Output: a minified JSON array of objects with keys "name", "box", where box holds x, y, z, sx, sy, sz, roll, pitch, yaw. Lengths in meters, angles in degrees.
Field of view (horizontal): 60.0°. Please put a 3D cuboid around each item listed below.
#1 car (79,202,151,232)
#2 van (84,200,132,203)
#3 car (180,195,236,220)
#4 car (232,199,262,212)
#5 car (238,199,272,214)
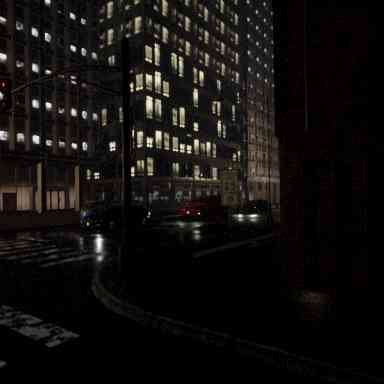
[{"name":"car","box":[-4.605,1.570,20.901,1.837,1.490,4.892,-1,-1,33]},{"name":"van","box":[-5.953,1.459,23.433,1.690,1.788,3.998,-2,-1,36]},{"name":"car","box":[1.282,1.306,29.092,2.150,2.045,5.566,-1,-1,36]},{"name":"car","box":[6.873,1.688,41.349,1.752,1.417,4.829,-2,-1,36]},{"name":"car","box":[7.284,1.583,37.456,1.882,1.535,5.008,-1,-1,36]}]
